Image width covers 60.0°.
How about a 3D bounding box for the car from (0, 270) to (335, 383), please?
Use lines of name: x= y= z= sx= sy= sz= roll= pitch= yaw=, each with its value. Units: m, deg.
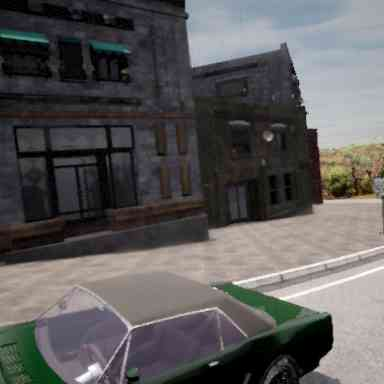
car: x=-0.760 y=1.598 z=3.180 sx=4.718 sy=1.301 sz=1.895 roll=0 pitch=0 yaw=-36
